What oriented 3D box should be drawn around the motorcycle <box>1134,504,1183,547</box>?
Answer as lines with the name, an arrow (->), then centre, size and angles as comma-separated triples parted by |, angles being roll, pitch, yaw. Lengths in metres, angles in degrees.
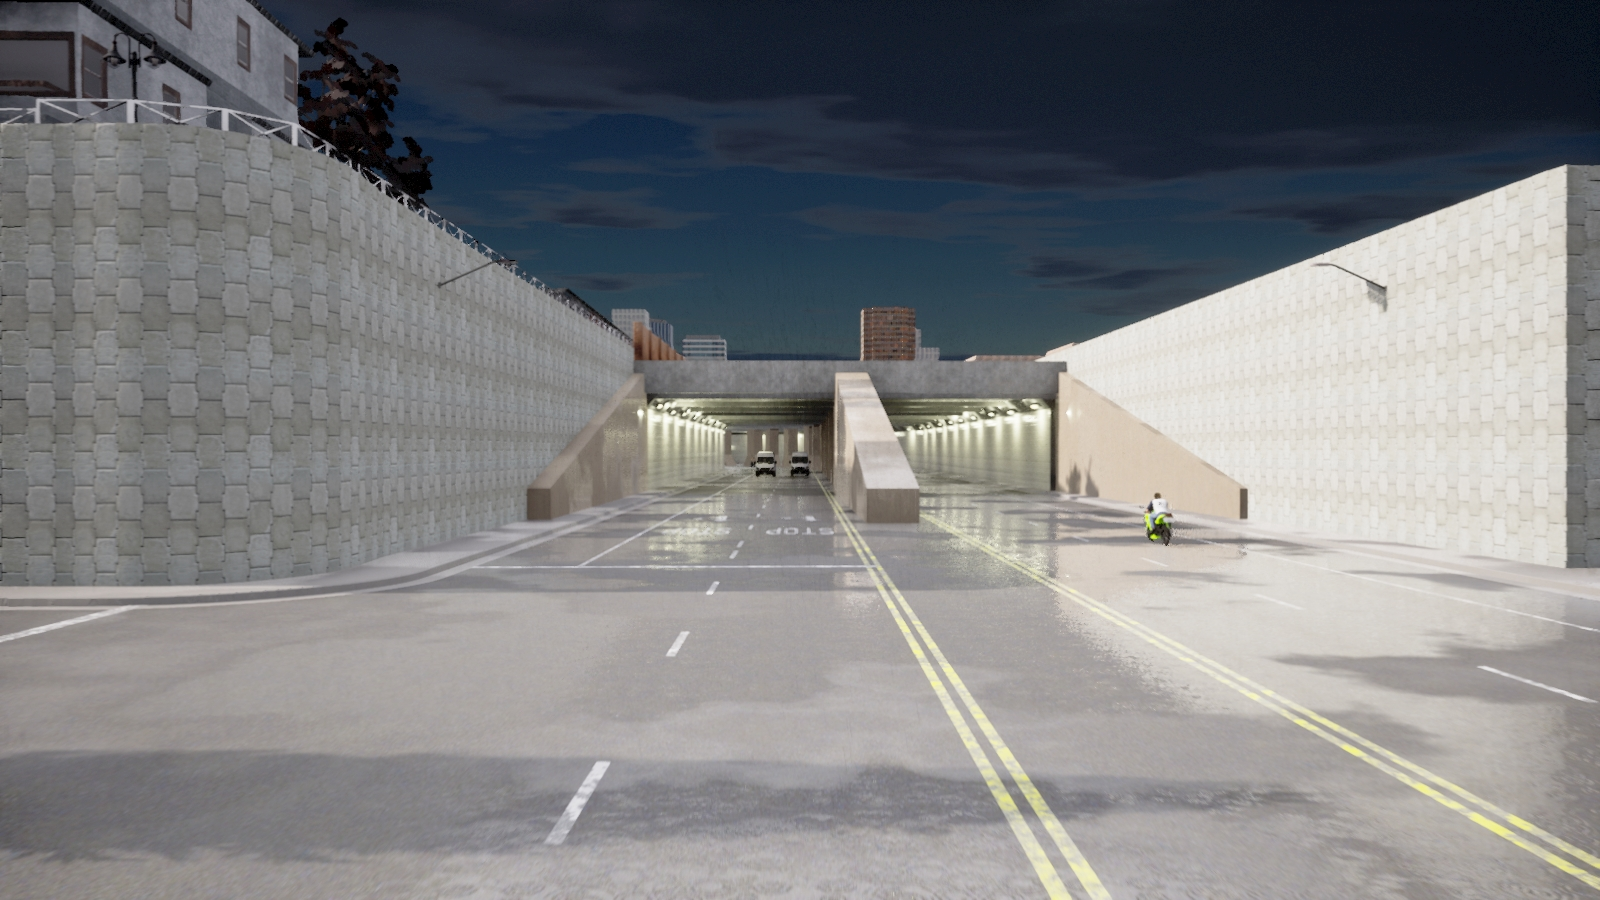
motorcycle -> 10.481, 2.189, 33.464 | 0.803, 1.145, 2.033 | 0, 0, 0
